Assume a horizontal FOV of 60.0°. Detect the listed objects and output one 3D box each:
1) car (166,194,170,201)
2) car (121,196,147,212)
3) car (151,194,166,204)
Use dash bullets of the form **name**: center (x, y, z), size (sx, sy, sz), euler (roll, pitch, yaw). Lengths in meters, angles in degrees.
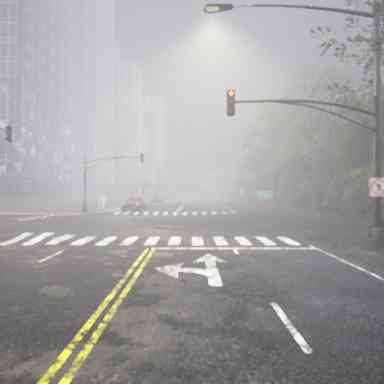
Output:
- **car**: center (-6.393, 1.361, 81.545), size (2.128, 1.511, 4.902), euler (0, 0, 0)
- **car**: center (-6.489, 1.287, 37.543), size (2.097, 1.767, 4.553), euler (1, 0, 3)
- **car**: center (-6.419, 1.376, 61.782), size (1.837, 1.490, 4.892), euler (0, 1, 0)
